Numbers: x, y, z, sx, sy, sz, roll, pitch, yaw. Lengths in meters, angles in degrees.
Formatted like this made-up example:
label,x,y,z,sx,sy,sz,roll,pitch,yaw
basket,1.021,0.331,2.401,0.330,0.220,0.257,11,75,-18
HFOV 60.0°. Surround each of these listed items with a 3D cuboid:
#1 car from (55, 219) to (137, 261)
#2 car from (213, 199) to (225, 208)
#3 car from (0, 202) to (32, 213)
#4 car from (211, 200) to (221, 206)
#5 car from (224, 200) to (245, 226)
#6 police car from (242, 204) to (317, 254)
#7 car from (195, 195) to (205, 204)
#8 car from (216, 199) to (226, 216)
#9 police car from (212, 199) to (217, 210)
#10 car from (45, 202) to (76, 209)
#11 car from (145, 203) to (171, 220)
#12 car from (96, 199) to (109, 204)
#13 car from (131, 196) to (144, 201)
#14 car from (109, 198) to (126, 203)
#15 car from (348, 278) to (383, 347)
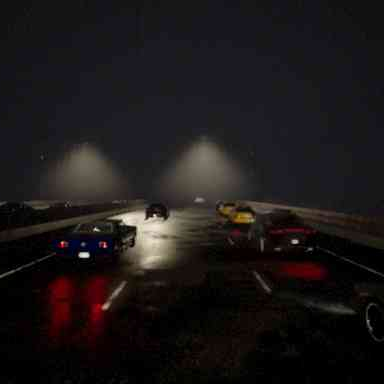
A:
label,x,y,z,sx,sy,sz,roll,pitch,yaw
car,-3.325,1.685,12.572,1.895,1.301,4.718,0,0,1
car,4.574,2.009,57.631,1.837,1.490,4.892,0,-1,2
car,-17.233,1.746,32.017,1.837,1.490,4.892,0,-1,1
car,4.996,2.226,68.574,1.895,1.301,4.718,0,-1,2
car,3.729,1.640,25.066,1.801,1.575,5.366,0,0,1
police car,3.583,1.521,14.064,1.930,1.638,5.238,0,0,1
car,1.823,1.788,76.698,2.150,2.045,5.566,0,-1,3
car,3.943,1.742,35.986,1.801,1.575,5.366,0,-1,1
police car,4.225,1.819,46.825,1.930,1.638,5.238,0,-1,2
car,-13.670,1.761,34.871,2.128,1.511,4.902,0,-1,1
car,-3.069,1.734,30.290,1.837,1.490,4.892,0,-1,1
car,-19.352,2.197,72.606,1.994,1.385,4.181,0,-1,2
car,-12.226,1.873,75.314,2.150,2.045,5.566,0,-1,3
car,-15.856,2.122,72.445,1.882,1.535,5.008,0,-1,2
car,3.617,1.571,3.318,2.033,1.411,5.357,0,0,0
